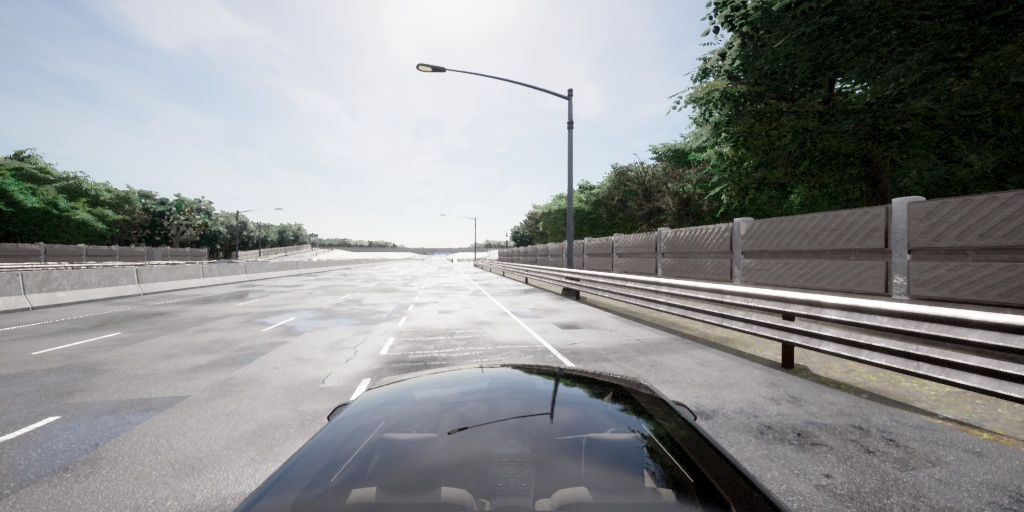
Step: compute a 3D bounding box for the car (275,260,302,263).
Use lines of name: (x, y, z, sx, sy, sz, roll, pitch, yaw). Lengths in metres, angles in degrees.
car: (-30.456, 1.288, 49.704, 2.128, 1.511, 4.902, 0, 0, -10)
